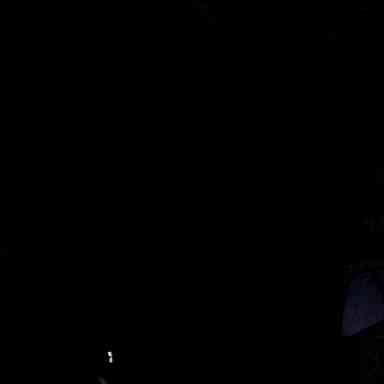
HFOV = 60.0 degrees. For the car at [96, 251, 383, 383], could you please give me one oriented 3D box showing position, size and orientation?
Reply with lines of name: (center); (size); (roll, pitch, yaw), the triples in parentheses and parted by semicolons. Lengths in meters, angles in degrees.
car: (1.644, 1.546, 4.256); (5.357, 1.411, 2.033); (0, 0, -36)
